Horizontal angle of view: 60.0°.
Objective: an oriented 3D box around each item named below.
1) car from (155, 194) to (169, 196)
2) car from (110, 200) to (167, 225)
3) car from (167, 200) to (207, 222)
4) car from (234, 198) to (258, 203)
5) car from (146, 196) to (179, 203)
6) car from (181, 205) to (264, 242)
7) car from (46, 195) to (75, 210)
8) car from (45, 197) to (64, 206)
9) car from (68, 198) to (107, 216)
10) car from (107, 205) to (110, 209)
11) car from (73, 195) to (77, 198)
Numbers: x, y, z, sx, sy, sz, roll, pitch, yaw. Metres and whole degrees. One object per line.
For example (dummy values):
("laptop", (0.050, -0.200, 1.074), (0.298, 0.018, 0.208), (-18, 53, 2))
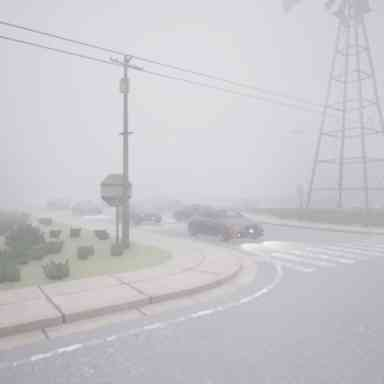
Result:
("car", (-6.228, 1.299, 62.426), (4.605, 1.855, 1.932), (0, 0, -36))
("car", (-3.982, 1.522, 24.170), (1.812, 1.442, 4.674), (0, 0, -37))
("car", (0.321, 1.559, 24.556), (1.994, 1.385, 4.181), (0, 0, -37))
("car", (7.196, 1.509, 44.395), (3.905, 1.438, 1.784), (0, 0, -36))
("car", (-2.479, 1.499, 35.832), (4.193, 1.474, 1.816), (0, 0, -36))
("car", (1.546, 1.560, 16.490), (1.994, 1.385, 4.181), (0, 0, -34))
("car", (-16.533, 1.474, 41.134), (1.882, 1.535, 5.008), (0, 0, -36))
("car", (-23.358, 1.559, 56.502), (1.994, 1.385, 4.181), (0, 0, -37))
("car", (-10.320, 1.560, 32.701), (1.994, 1.385, 4.181), (0, 0, -37))
("car", (-10.903, 1.307, 46.374), (3.866, 1.878, 1.905), (0, 0, -36))
("car", (-25.203, 1.474, 65.905), (4.611, 1.667, 2.242), (0, 0, -36))
